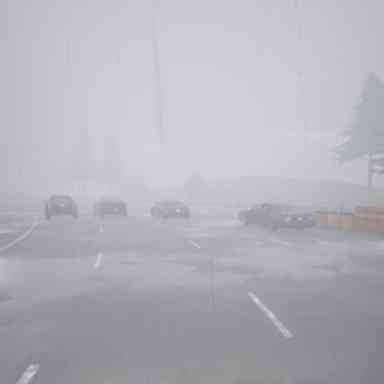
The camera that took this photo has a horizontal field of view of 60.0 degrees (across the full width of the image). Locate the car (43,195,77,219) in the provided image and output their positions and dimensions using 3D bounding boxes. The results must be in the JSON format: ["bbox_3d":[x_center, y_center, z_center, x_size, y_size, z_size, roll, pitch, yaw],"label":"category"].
[{"bbox_3d":[-9.984,0.981,25.067,2.097,1.767,4.553,-1,1,-26],"label":"car"}]

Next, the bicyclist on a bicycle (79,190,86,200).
[{"bbox_3d":[-19.420,0.443,59.439,0.582,1.620,1.656,2,-20,35],"label":"bicyclist on a bicycle"}]

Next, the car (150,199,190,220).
[{"bbox_3d":[-1.701,1.189,24.292,1.994,1.385,4.181,0,1,-22],"label":"car"}]

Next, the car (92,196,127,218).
[{"bbox_3d":[-6.509,1.085,25.983,1.882,1.535,5.008,0,1,-25],"label":"car"}]

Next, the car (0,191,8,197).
[{"bbox_3d":[-38.719,0.399,66.512,4.181,1.385,1.994,1,1,35],"label":"car"}]

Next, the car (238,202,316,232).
[{"bbox_3d":[4.341,1.262,17.969,2.033,1.411,5.357,0,1,-17],"label":"car"}]
